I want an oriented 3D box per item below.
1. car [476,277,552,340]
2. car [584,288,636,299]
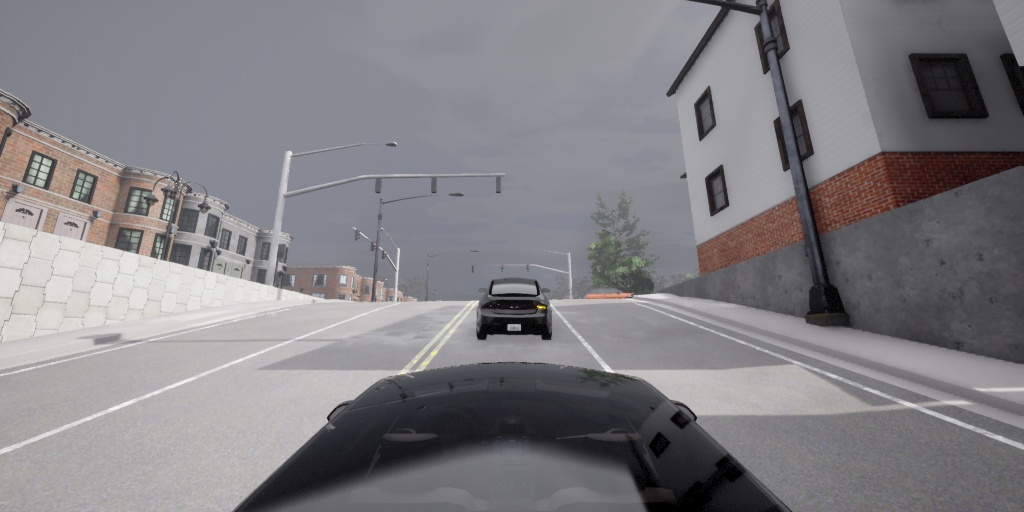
[{"bbox_3d":[0.063,1.352,10.343,1.837,1.490,4.892,0,0,0],"label":"car"},{"bbox_3d":[7.949,3.371,28.532,4.553,1.767,2.097,-4,-14,12],"label":"car"}]
